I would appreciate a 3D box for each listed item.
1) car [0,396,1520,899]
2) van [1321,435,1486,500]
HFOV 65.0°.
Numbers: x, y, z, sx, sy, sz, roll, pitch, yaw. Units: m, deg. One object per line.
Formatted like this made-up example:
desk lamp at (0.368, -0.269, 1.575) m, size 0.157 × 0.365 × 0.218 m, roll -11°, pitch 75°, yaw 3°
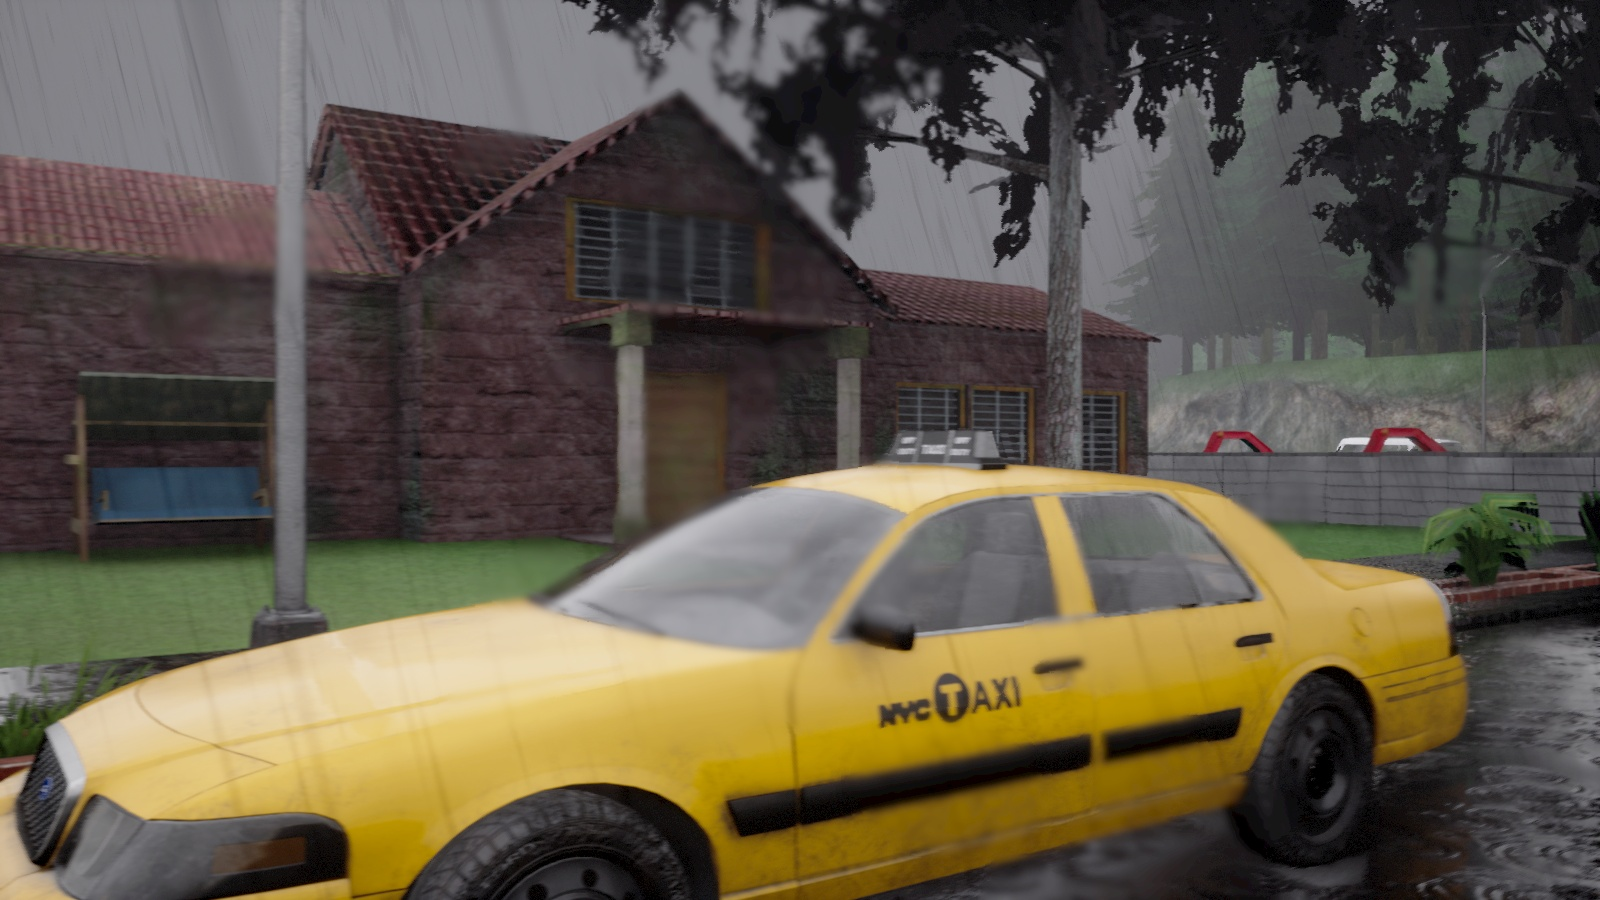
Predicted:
car at (0.304, 0.694, 4.480) m, size 5.366 × 1.575 × 1.801 m, roll 0°, pitch 0°, yaw -35°
van at (19.967, 0.522, 41.696) m, size 2.069 × 2.038 × 4.480 m, roll 0°, pitch 1°, yaw -35°
